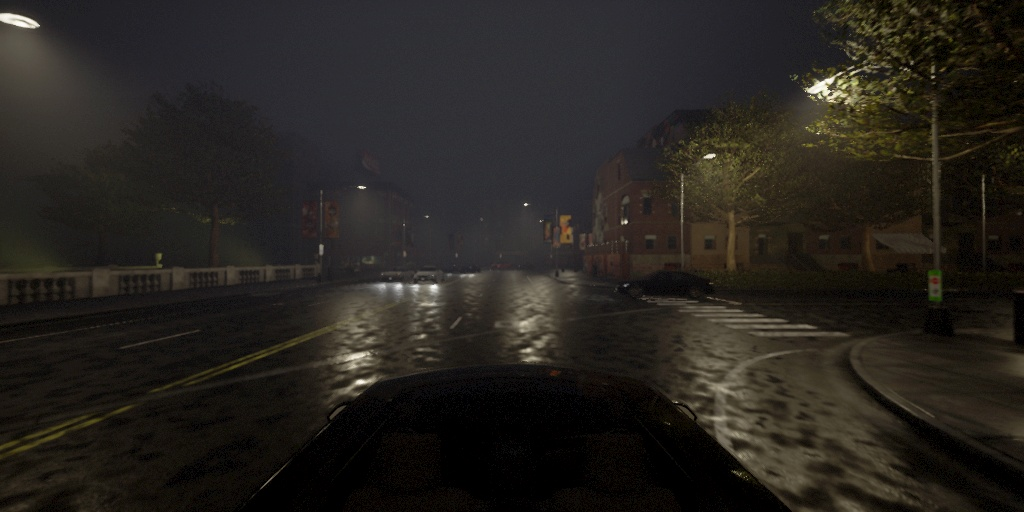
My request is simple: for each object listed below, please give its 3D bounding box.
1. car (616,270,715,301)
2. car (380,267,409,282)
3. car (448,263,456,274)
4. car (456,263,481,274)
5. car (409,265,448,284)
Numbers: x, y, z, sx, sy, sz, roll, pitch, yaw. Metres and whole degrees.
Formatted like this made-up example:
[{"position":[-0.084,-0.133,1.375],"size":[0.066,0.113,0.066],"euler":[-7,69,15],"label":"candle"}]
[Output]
[{"position":[7.729,1.445,18.290],"size":[4.674,1.442,1.812],"euler":[0,0,8],"label":"car"},{"position":[-10.553,1.675,33.363],"size":[1.895,1.301,4.718],"euler":[0,-1,0],"label":"car"},{"position":[-8.886,1.818,52.610],"size":[2.033,1.411,5.357],"euler":[0,-1,14],"label":"car"},{"position":[-5.795,1.810,50.187],"size":[1.994,1.385,4.181],"euler":[0,-1,13],"label":"car"},{"position":[-7.058,1.573,30.774],"size":[1.812,1.442,4.674],"euler":[0,-1,0],"label":"car"}]
